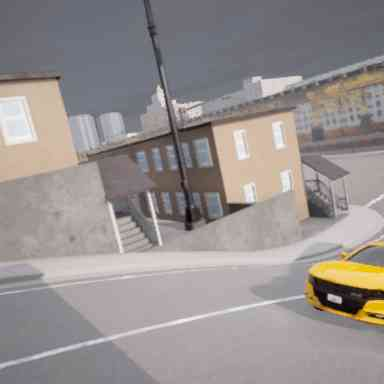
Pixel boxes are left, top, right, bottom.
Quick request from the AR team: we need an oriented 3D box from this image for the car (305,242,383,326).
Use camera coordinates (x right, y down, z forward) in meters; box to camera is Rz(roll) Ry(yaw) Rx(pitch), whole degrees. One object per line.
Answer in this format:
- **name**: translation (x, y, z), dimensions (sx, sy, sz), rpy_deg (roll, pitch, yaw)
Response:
- **car**: translation (4.568, 1.846, 7.260), dimensions (5.008, 1.535, 1.882), rpy_deg (7, -4, -34)
